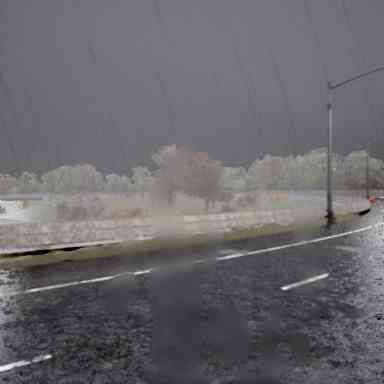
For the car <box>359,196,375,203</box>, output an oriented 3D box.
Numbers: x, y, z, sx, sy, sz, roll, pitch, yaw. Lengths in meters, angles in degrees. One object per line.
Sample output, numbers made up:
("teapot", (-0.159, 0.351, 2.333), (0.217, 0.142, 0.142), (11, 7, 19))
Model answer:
("car", (38.611, 1.589, 73.676), (2.097, 1.767, 4.553), (0, 0, 9))
